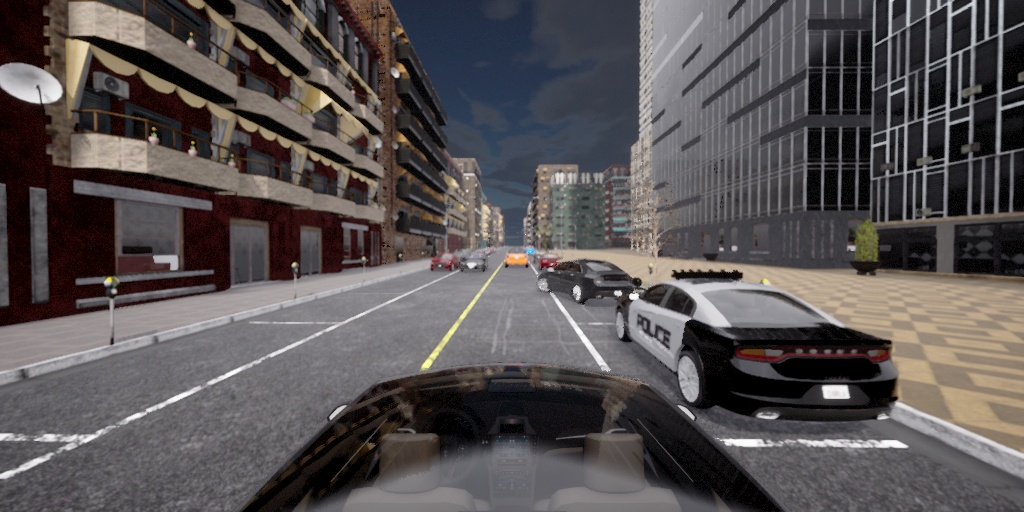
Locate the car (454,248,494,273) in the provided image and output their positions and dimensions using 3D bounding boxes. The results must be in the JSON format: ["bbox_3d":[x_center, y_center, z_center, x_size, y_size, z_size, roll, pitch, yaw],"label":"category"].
[{"bbox_3d":[-2.787,0.411,27.411,2.128,1.511,4.902,0,2,1],"label":"car"}]

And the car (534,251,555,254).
[{"bbox_3d":[3.020,0.421,28.908,1.888,1.381,4.507,0,0,1],"label":"car"}]

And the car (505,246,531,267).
[{"bbox_3d":[0.471,0.073,33.628,2.097,1.767,4.553,0,2,1],"label":"car"}]

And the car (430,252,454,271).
[{"bbox_3d":[-5.360,0.412,29.011,1.888,1.381,4.507,0,0,1],"label":"car"}]

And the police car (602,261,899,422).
[{"bbox_3d":[3.186,1.036,6.070,1.930,1.638,5.238,0,2,1],"label":"police car"}]

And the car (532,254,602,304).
[{"bbox_3d":[2.651,0.863,13.946,1.837,1.490,4.892,0,2,-19],"label":"car"}]

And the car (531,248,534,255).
[{"bbox_3d":[3.155,0.069,40.041,2.007,1.370,4.403,0,0,1],"label":"car"}]
